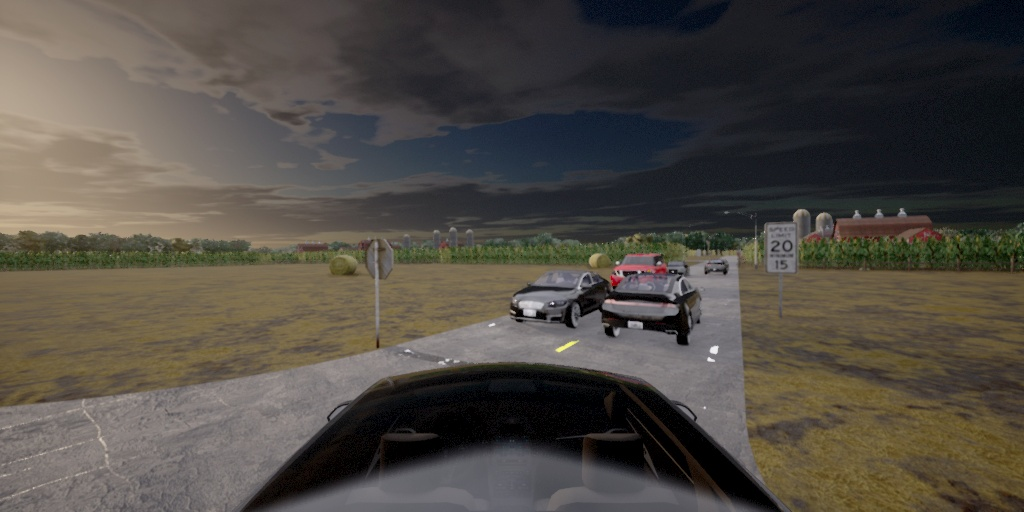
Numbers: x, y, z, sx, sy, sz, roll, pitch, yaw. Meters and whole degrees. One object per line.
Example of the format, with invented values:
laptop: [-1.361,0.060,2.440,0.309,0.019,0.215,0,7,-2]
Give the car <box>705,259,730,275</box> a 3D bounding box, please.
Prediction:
car: [20.324,1.045,35.627,2.128,1.511,4.902,0,0,33]

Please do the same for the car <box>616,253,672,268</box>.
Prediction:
car: [7.394,0.875,20.487,2.150,2.045,5.566,0,0,32]

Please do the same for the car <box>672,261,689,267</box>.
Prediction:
car: [14.705,1.144,32.083,1.994,1.385,4.181,0,1,32]

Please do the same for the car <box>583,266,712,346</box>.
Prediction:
car: [3.851,1.205,9.488,2.128,1.511,4.902,0,0,32]

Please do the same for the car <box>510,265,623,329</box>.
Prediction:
car: [1.737,1.199,11.399,2.128,1.511,4.902,0,0,31]
